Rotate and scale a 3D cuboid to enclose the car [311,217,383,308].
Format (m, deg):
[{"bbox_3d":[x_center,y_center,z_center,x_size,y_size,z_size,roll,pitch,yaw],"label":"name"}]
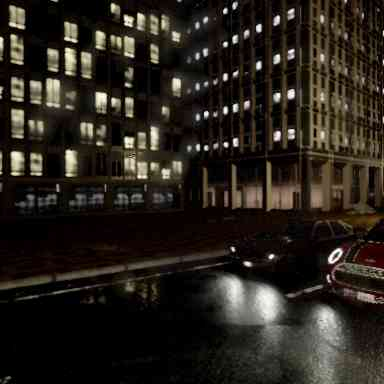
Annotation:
[{"bbox_3d":[4.956,1.319,7.412,4.553,1.767,2.097,0,0,-37],"label":"car"}]

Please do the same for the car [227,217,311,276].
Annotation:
[{"bbox_3d":[3.603,1.513,10.430,5.357,1.411,2.033,0,0,-37],"label":"car"}]
